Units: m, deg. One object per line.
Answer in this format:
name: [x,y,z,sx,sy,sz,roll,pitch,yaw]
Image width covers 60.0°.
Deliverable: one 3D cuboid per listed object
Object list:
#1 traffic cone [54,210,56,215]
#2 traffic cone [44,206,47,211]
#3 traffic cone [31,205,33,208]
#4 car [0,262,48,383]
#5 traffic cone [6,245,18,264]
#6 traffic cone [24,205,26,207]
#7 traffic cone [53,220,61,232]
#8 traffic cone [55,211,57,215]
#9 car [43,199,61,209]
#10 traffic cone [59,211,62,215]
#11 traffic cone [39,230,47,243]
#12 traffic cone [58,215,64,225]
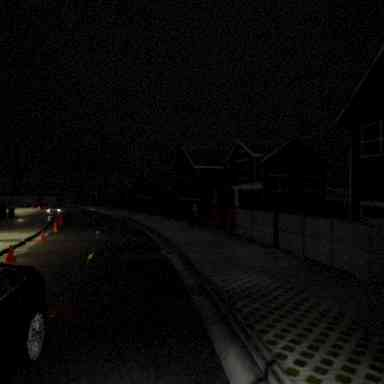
traffic cone: [-15.778,2.309,38.562,0.340,0.580,0.340,0,0,-28]
traffic cone: [-20.698,2.329,46.996,0.340,0.580,0.340,0,0,-33]
traffic cone: [-26.385,2.337,54.934,0.340,0.580,0.340,0,0,-38]
car: [-2.804,1.519,2.986,2.128,1.511,4.902,0,0,-7]
traffic cone: [-6.007,2.067,11.037,0.340,0.580,0.340,0,-1,-12]
traffic cone: [-29.501,2.343,58.695,0.340,0.580,0.340,0,0,-41]
traffic cone: [-8.400,2.174,20.505,0.340,0.580,0.340,0,-1,-17]
traffic cone: [-13.618,2.287,34.183,0.340,0.580,0.340,0,0,-25]
car: [-22.190,1.895,52.502,1.812,1.442,4.674,0,0,-36]
traffic cone: [-11.666,2.257,29.706,0.340,0.580,0.340,0,0,-22]
traffic cone: [-7.092,2.121,15.799,0.340,0.580,0.340,0,-1,-14]
traffic cone: [-9.926,2.219,25.144,0.340,0.580,0.340,0,0,-20]
